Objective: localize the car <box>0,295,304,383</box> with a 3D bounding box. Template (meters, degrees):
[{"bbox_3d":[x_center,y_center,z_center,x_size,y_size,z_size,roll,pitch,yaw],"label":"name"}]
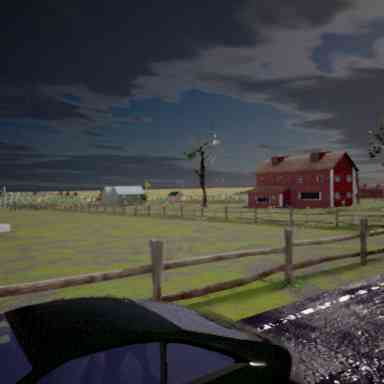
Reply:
[{"bbox_3d":[-1.052,1.579,2.285,4.181,1.385,1.994,0,0,-37],"label":"car"}]
